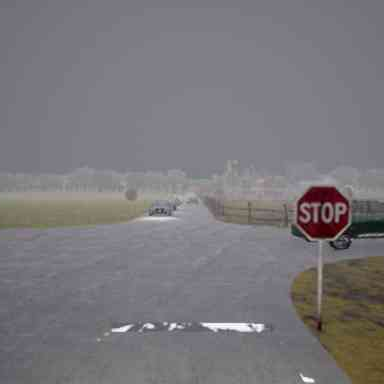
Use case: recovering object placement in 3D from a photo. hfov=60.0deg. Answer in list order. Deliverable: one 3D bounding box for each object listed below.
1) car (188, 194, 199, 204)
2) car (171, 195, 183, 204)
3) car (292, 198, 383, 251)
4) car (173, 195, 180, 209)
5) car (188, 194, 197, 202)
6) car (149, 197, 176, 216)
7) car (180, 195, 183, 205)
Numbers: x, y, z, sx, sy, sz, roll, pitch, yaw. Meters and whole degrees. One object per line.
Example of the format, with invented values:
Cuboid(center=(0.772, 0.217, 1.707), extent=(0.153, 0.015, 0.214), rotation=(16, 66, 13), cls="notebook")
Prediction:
Cuboid(center=(0.208, 1.353, 57.280), extent=(2.033, 1.411, 5.357), rotation=(0, 0, 1), cls="car")
Cuboid(center=(-2.644, 1.277, 59.310), extent=(1.882, 1.535, 5.008), rotation=(0, 0, 0), cls="car")
Cuboid(center=(7.066, 1.237, 14.251), extent=(5.566, 2.045, 2.150), rotation=(-1, 0, -12), cls="car")
Cuboid(center=(-2.764, 1.338, 39.437), extent=(1.882, 1.535, 5.008), rotation=(0, 0, 0), cls="car")
Cuboid(center=(0.135, 1.240, 71.675), extent=(1.882, 1.535, 5.008), rotation=(0, 0, 0), cls="car")
Cuboid(center=(-2.788, 1.453, 30.703), extent=(1.994, 1.385, 4.181), rotation=(0, 0, 0), cls="car")
Cuboid(center=(-2.735, 1.394, 49.250), extent=(1.994, 1.385, 4.181), rotation=(0, 0, 0), cls="car")
